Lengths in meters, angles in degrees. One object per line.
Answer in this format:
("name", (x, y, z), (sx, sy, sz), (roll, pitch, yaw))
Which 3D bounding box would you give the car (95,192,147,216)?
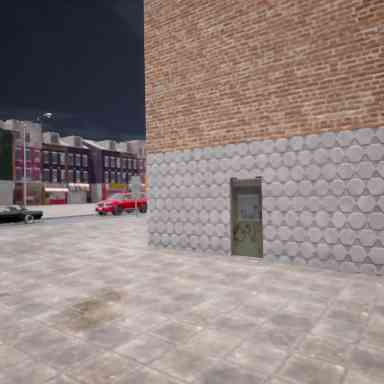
("car", (-6.259, 1.058, 30.670), (2.150, 2.045, 5.566), (-2, 0, 35))

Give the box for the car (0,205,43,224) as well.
("car", (-12.467, 1.555, 21.828), (1.895, 1.301, 4.718), (-2, 0, 35))
